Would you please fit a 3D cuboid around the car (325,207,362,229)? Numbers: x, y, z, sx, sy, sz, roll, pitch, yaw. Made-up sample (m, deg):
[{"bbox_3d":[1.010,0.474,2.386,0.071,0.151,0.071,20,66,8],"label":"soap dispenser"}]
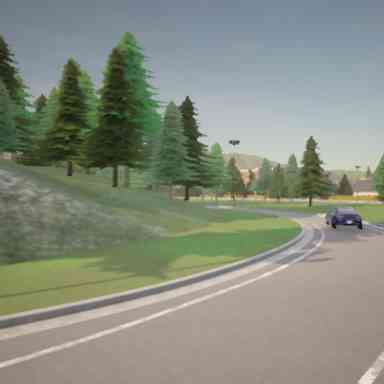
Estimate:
[{"bbox_3d":[10.599,1.754,23.383,1.812,1.442,4.674,1,0,15],"label":"car"}]
